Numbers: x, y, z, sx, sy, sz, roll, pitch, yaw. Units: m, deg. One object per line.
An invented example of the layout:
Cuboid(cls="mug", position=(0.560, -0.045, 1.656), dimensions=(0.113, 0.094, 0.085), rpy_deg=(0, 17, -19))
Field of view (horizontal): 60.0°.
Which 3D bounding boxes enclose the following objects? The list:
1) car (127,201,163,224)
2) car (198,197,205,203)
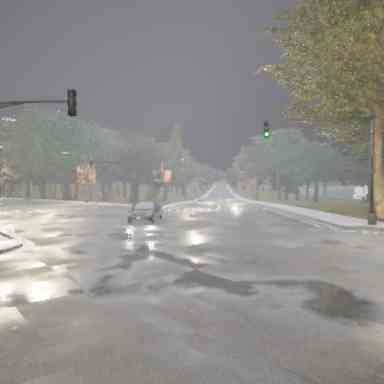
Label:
Cuboid(cls="car", position=(-3.288, 1.395, 24.163), dimensions=(1.812, 1.442, 4.674), rpy_deg=(-1, 1, 6))
Cuboid(cls="car", position=(2.548, 2.127, 89.197), dimensions=(2.128, 1.511, 4.902), rpy_deg=(-1, -1, 5))
